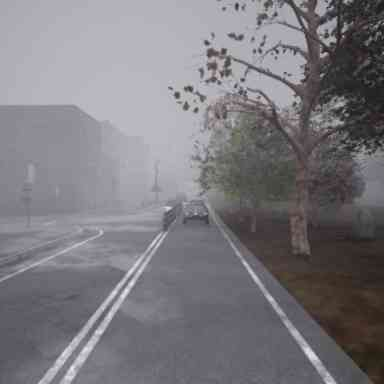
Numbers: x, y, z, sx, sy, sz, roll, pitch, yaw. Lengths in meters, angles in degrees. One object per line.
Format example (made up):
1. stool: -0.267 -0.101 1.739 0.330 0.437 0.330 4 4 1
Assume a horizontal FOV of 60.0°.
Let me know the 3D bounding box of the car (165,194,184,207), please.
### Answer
1. car: -2.654 1.412 47.496 1.994 1.385 4.181 0 0 2

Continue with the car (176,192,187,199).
1. car: -2.092 0.960 64.232 2.150 2.045 5.566 0 0 2

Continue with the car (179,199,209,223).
1. car: 0.299 1.506 24.828 2.033 1.411 5.357 0 0 1

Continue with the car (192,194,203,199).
1. car: 0.678 1.349 43.688 1.882 1.535 5.008 0 0 1

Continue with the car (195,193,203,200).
1. car: 1.622 1.121 79.426 1.837 1.490 4.892 0 1 2
